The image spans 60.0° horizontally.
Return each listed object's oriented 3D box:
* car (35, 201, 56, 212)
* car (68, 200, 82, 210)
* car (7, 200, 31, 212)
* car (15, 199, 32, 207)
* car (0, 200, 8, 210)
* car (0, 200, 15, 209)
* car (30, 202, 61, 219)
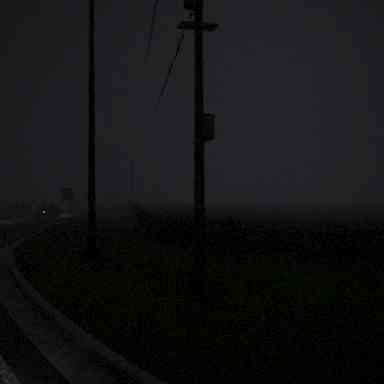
[{"bbox_3d":[-21.681,2.137,49.395,1.994,1.385,4.181,0,-1,-12],"label":"car"},{"bbox_3d":[-19.259,2.121,54.761,1.837,1.490,4.892,0,-1,-12],"label":"car"},{"bbox_3d":[-25.238,2.090,49.278,1.837,1.490,4.892,0,-1,-12],"label":"car"},{"bbox_3d":[-31.915,2.133,63.156,1.994,1.385,4.181,0,-1,-12],"label":"car"},{"bbox_3d":[-29.825,2.170,53.469,1.812,1.442,4.674,0,-1,-12],"label":"car"},{"bbox_3d":[-35.474,2.284,63.095,2.128,1.511,4.902,0,-1,-12],"label":"car"},{"bbox_3d":[-14.880,1.963,34.463,1.994,1.385,4.181,0,-1,-12],"label":"car"}]
